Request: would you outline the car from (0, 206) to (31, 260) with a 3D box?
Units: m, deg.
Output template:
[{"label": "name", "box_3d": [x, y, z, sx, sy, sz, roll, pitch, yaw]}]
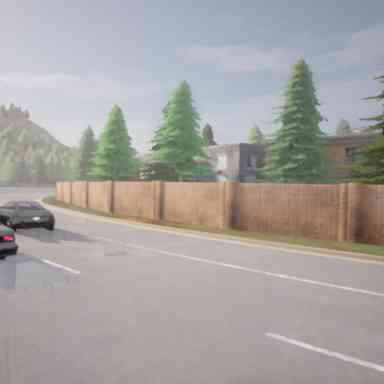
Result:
[{"label": "car", "box_3d": [-7.089, 1.230, 10.147, 5.357, 1.411, 2.033, 2, 1, 44]}]

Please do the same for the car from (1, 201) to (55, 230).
[{"label": "car", "box_3d": [-8.465, 1.125, 16.569, 1.994, 1.385, 4.181, 1, 1, -44]}]
